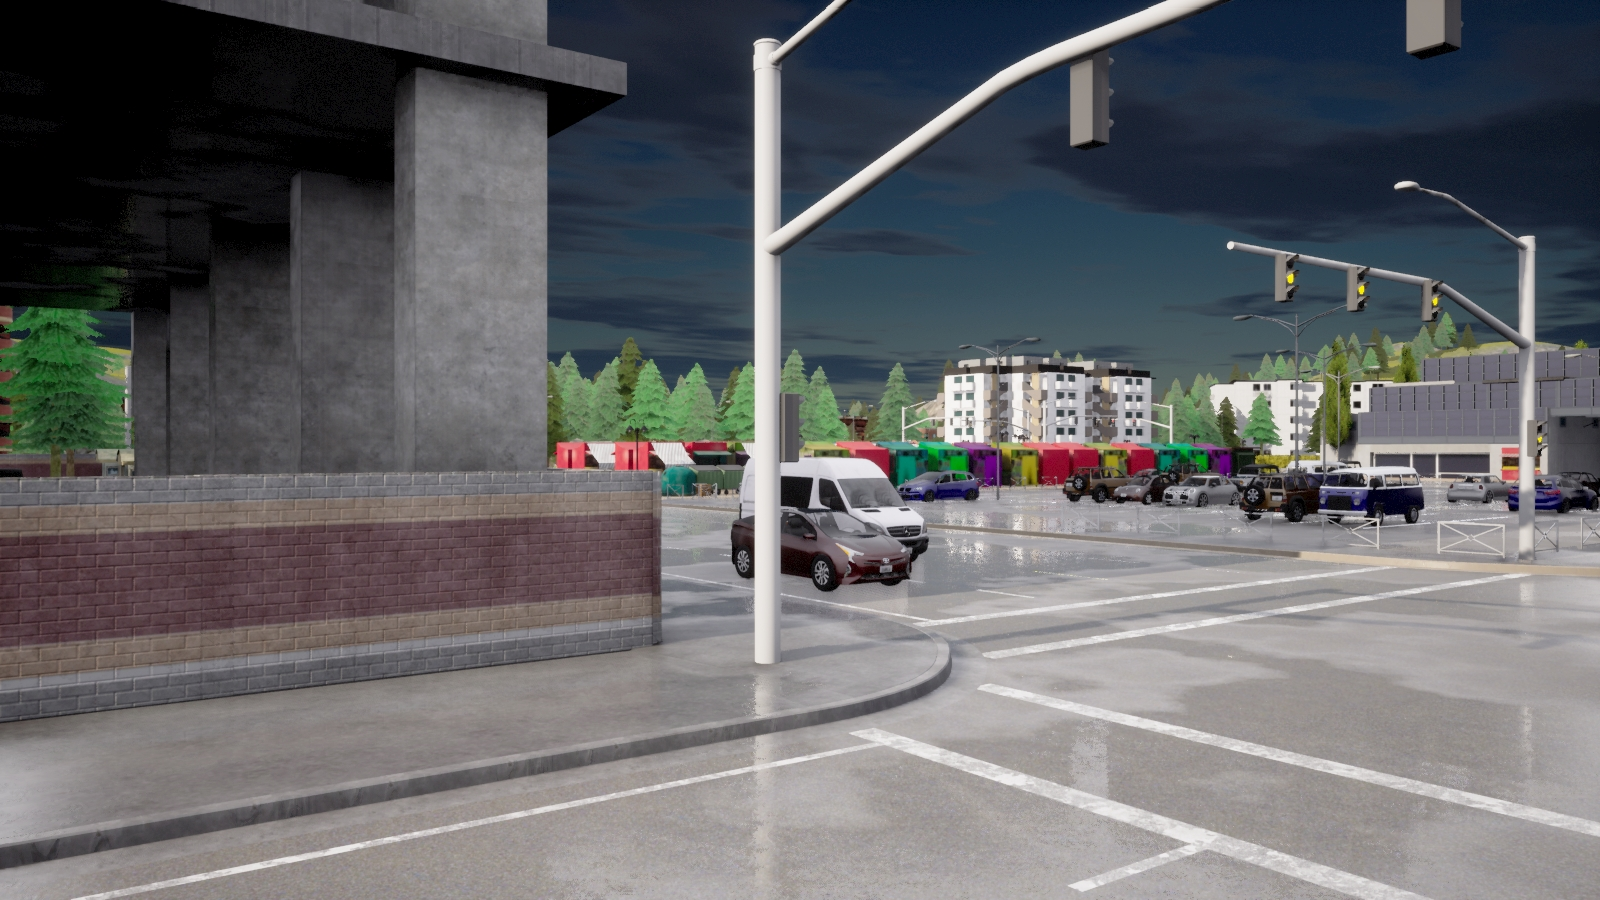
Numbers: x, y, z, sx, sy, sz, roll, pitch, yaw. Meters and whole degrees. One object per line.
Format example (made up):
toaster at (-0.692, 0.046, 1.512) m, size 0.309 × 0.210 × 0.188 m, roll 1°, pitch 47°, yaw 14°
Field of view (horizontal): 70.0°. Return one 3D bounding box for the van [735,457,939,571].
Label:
van at (0.780, 1.479, 29.066) m, size 1.988 × 2.561 × 5.915 m, roll 0°, pitch 0°, yaw -36°

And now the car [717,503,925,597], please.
car at (0.324, 1.984, 23.786) m, size 2.007 × 1.525 × 4.514 m, roll 0°, pitch 0°, yaw -36°
